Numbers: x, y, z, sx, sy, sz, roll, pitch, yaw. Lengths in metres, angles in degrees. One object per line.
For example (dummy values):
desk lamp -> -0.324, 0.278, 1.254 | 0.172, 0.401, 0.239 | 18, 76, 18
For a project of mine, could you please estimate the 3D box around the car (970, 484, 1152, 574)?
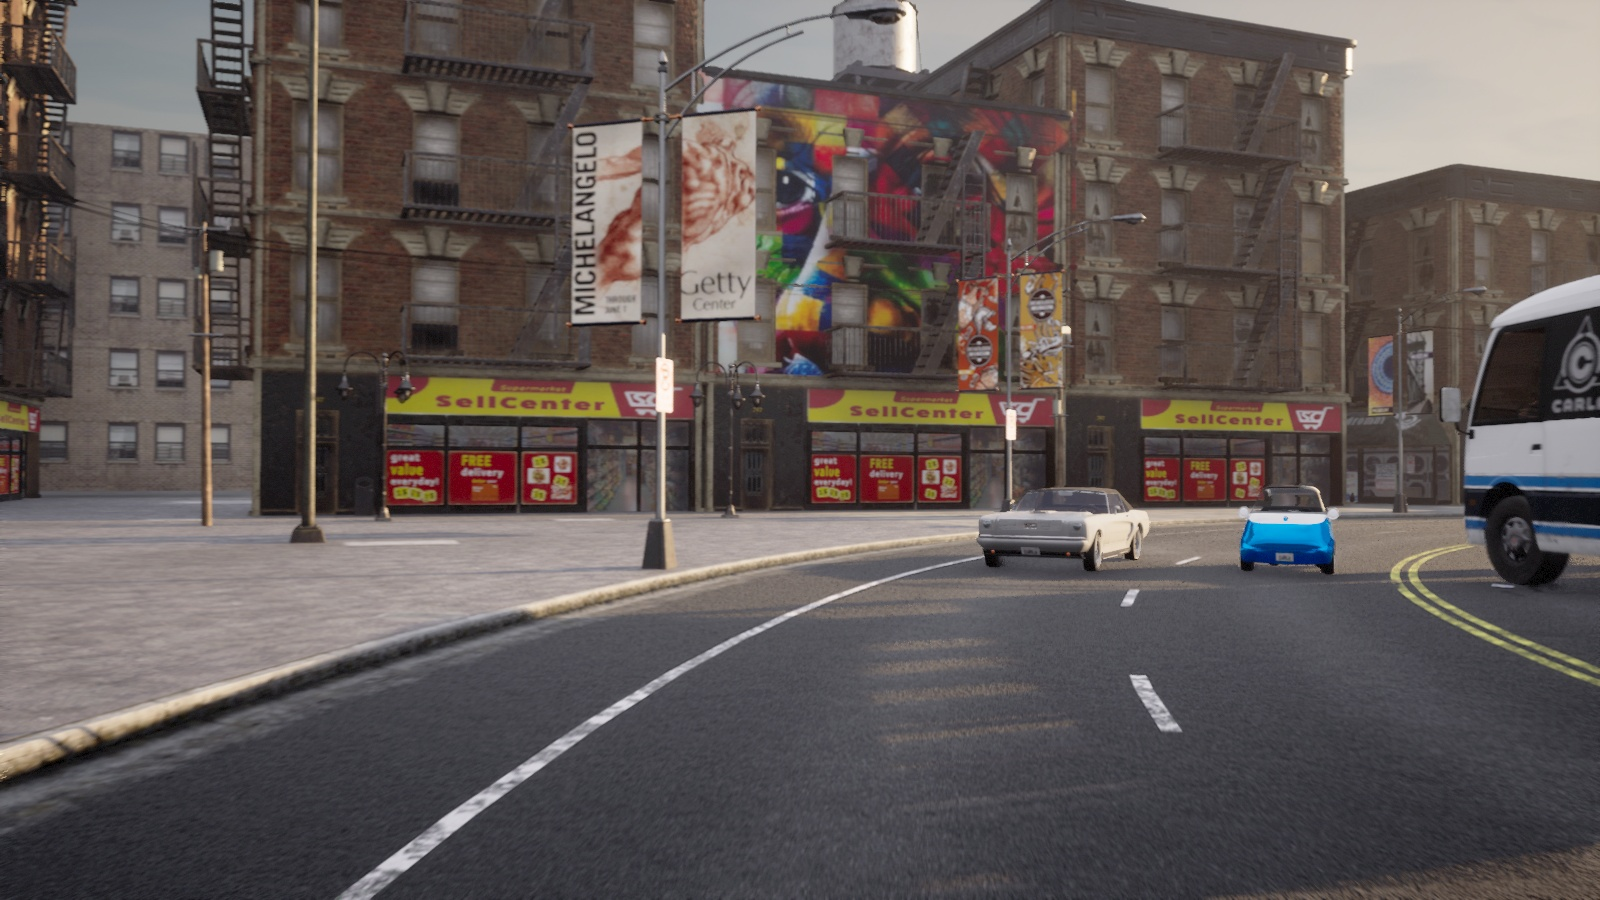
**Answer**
car -> 4.600, 1.261, 21.543 | 1.895, 1.301, 4.718 | -1, -1, 27

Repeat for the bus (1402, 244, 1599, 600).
bus -> 11.537, -0.352, 14.786 | 3.944, 4.253, 10.273 | 0, -1, 0

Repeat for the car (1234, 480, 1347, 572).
car -> 7.956, 1.184, 20.301 | 1.481, 1.376, 2.207 | -1, -1, 27
